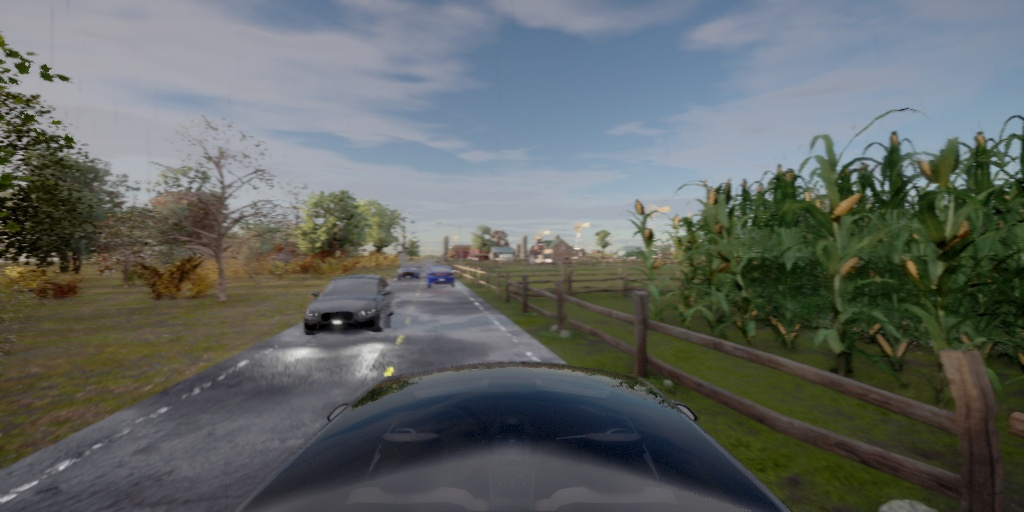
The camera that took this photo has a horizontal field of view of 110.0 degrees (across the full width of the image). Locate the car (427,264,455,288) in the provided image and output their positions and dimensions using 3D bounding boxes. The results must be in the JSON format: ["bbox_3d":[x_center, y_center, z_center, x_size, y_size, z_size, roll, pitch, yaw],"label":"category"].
[{"bbox_3d":[-5.300,1.486,26.733,1.882,1.535,5.008,0,-1,-12],"label":"car"}]

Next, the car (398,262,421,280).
[{"bbox_3d":[-10.393,1.458,36.363,2.097,1.767,4.553,0,0,-13],"label":"car"}]

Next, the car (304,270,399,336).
[{"bbox_3d":[-4.743,1.357,11.007,1.837,1.490,4.892,0,0,-13],"label":"car"}]
